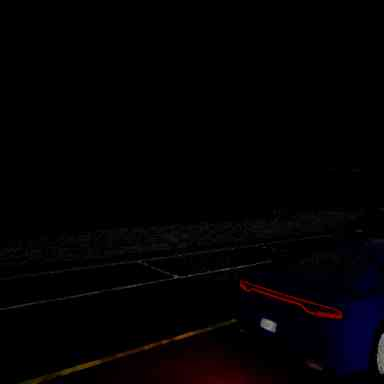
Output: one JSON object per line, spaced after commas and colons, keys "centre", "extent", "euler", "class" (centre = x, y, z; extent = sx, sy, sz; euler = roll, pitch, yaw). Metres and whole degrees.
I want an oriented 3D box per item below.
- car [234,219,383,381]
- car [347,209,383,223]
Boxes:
{"centre": [2.954, 1.477, 5.541], "extent": [5.008, 1.535, 1.882], "euler": [0, 0, -36], "class": "car"}
{"centre": [9.998, 1.567, 17.645], "extent": [4.313, 1.339, 1.947], "euler": [0, 0, -36], "class": "car"}
